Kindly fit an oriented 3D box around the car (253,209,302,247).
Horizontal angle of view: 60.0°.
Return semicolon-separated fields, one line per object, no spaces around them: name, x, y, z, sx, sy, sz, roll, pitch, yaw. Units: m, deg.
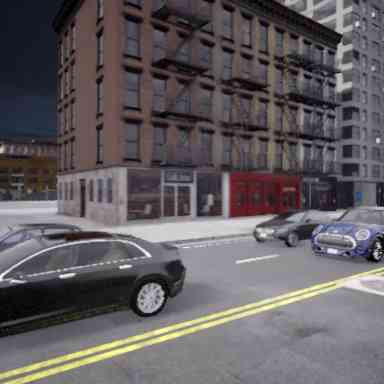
car;4.825;1.505;14.986;4.674;1.442;1.812;0;0;-35

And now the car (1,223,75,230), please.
car;-4.154;1.545;8.620;5.357;1.411;2.033;0;0;-35

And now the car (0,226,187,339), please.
car;-2.387;1.504;5.896;4.892;1.490;1.837;0;0;-35

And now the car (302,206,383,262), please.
car;6.397;1.332;12.115;4.553;1.767;2.097;0;0;-35
